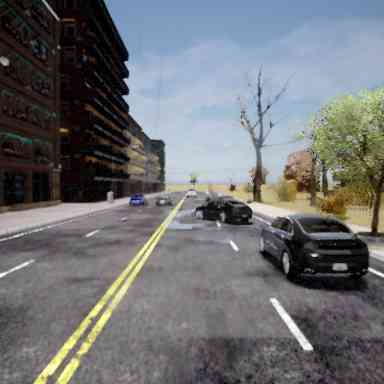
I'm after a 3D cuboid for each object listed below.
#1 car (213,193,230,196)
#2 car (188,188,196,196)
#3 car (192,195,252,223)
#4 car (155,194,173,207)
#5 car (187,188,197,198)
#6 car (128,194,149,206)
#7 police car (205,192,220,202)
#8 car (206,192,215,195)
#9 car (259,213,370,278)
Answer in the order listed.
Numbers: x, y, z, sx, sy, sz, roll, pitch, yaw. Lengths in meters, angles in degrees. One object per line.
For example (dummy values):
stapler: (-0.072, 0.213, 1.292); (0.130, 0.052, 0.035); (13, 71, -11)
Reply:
car: (3.238, 1.078, 31.715); (1.837, 1.490, 4.892); (0, 1, 0)
car: (-0.033, 0.022, 89.203); (2.150, 2.045, 5.566); (0, 1, 0)
car: (2.029, 1.203, 22.464); (1.837, 1.490, 4.892); (0, 1, -29)
car: (-3.345, 0.948, 40.429); (2.128, 1.511, 4.902); (0, 1, 0)
car: (-0.028, 0.203, 76.048); (2.150, 2.045, 5.566); (0, 1, 0)
car: (-6.583, 0.970, 41.412); (1.812, 1.442, 4.674); (0, 1, 1)
police car: (3.230, 0.784, 53.715); (2.038, 1.542, 4.974); (0, 1, 0)
car: (3.234, 0.918, 42.715); (2.128, 1.511, 4.902); (0, 1, 0)
car: (3.246, 1.372, 9.717); (1.837, 1.490, 4.892); (0, 1, 0)
